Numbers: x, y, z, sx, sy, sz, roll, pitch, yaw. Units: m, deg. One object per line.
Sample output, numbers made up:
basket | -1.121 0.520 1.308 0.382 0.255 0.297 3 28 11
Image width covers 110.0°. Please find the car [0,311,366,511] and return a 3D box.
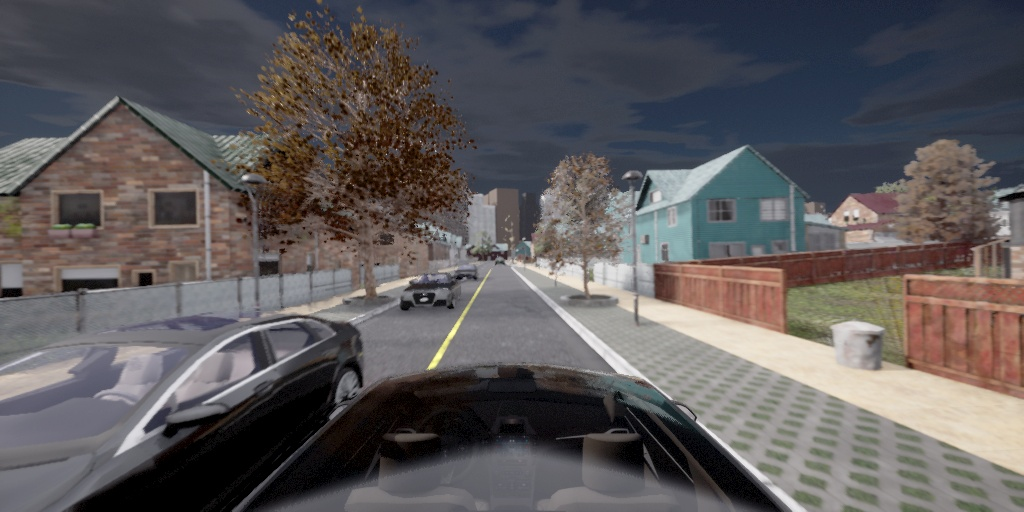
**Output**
car | -2.845 1.316 2.887 2.128 1.511 4.902 -2 0 -1

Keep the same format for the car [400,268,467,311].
car | -3.245 1.391 14.997 1.994 1.385 4.181 -2 0 -2

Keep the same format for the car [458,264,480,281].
car | -3.786 1.381 30.793 2.033 1.411 5.357 -2 0 -2
